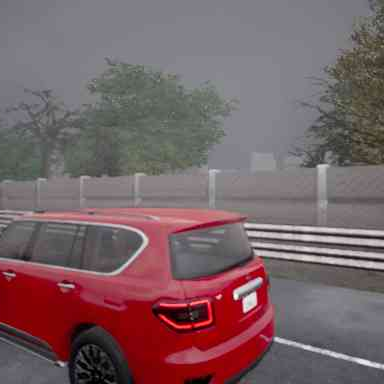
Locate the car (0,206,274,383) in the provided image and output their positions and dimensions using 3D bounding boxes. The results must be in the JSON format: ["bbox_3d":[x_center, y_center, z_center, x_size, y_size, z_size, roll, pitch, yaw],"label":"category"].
[{"bbox_3d":[-1.600,1.241,4.969,5.566,2.045,2.150,0,0,35],"label":"car"}]
